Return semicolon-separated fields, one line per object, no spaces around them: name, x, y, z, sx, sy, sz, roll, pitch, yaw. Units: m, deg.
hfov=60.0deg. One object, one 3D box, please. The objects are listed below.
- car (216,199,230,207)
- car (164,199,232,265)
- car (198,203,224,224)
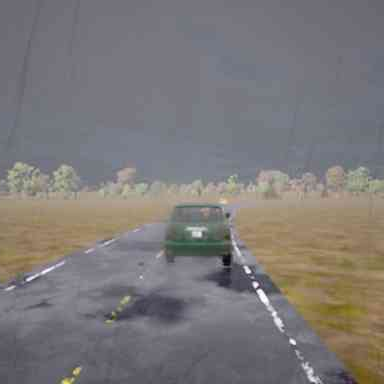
car;6.163;2.122;66.201;1.882;1.535;5.008;0;0;16
car;0.299;1.358;12.478;2.150;2.045;5.566;0;0;3
car;1.759;1.774;28.968;1.882;1.535;5.008;0;0;8
